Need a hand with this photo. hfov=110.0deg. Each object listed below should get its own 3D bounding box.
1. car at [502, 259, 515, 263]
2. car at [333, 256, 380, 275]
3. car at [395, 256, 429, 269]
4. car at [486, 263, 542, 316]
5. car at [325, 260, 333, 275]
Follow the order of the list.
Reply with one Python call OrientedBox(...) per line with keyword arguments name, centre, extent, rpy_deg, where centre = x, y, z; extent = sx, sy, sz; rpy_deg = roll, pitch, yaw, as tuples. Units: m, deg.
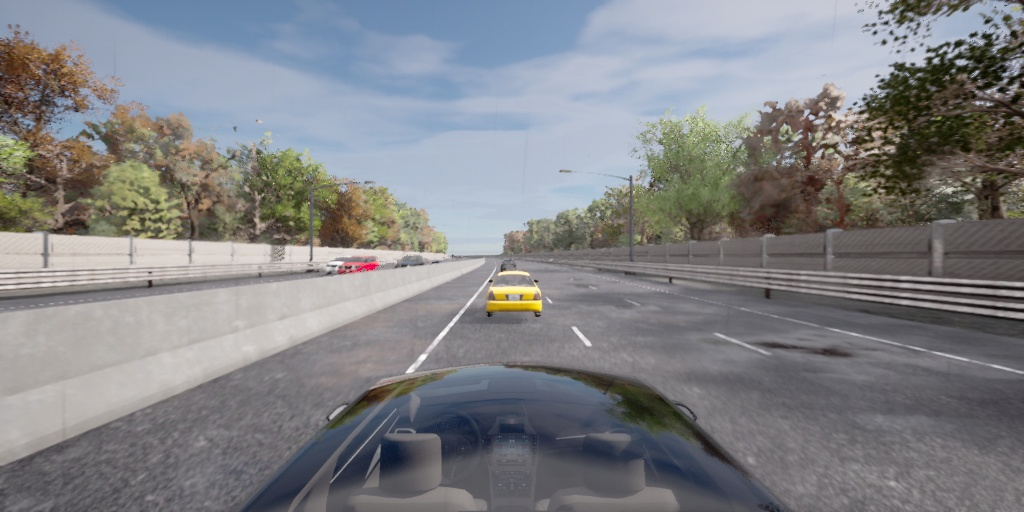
OrientedBox(name="car", centre=(-0.452, 1.193, 44.894), extent=(2.033, 1.649, 4.856), rpy_deg=(0, 0, -1))
OrientedBox(name="car", centre=(-14.415, 0.981, 34.091), extent=(2.150, 2.045, 5.566), rpy_deg=(0, 0, -1))
OrientedBox(name="car", centre=(-11.010, 0.981, 39.129), extent=(2.150, 2.045, 5.566), rpy_deg=(0, 0, -1))
OrientedBox(name="car", centre=(0.049, 1.210, 13.243), extent=(1.801, 1.575, 5.366), rpy_deg=(0, 0, 0))
OrientedBox(name="car", centre=(-18.007, 0.981, 38.887), extent=(2.150, 2.045, 5.566), rpy_deg=(0, 0, -1))
